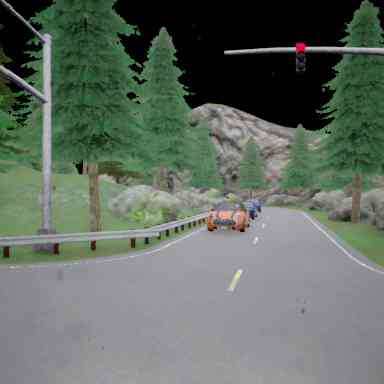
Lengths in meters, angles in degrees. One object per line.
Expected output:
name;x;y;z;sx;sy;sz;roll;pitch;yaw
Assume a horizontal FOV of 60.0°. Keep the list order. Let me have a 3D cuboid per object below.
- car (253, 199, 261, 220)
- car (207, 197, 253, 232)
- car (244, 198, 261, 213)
car;4.675;1.522;29.143;1.882;1.535;5.008;0;0;15
car;2.326;1.383;20.314;2.097;1.767;4.553;0;0;15
car;7.061;1.536;39.035;1.882;1.535;5.008;0;0;9
